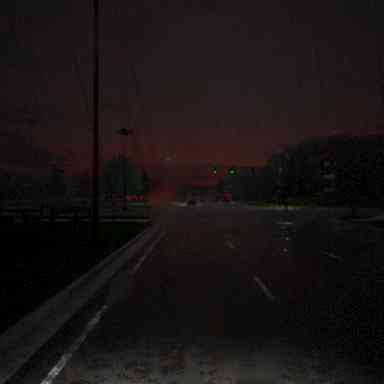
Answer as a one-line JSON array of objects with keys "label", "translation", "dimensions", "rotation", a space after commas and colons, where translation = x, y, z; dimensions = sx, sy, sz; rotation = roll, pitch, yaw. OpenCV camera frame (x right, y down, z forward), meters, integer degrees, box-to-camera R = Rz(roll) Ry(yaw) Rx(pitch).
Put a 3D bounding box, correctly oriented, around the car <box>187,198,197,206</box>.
[{"label": "car", "translation": [-0.013, 2.332, 72.533], "dimensions": [1.812, 1.442, 4.674], "rotation": [0, -1, 0]}]
